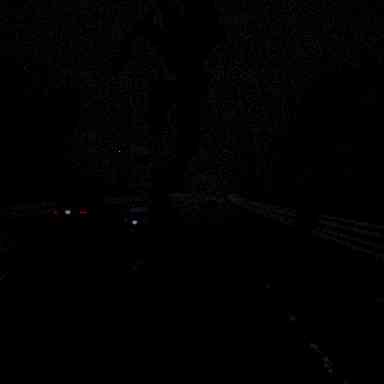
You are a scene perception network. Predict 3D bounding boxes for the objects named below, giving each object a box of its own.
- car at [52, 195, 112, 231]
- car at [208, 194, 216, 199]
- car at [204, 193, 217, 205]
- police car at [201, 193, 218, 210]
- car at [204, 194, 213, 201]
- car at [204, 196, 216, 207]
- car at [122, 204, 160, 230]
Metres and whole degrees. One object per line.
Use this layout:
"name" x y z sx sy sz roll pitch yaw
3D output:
"car" -6.594 1.179 20.550 2.150 2.045 5.566 0 0 2
"car" 5.470 1.312 91.532 1.994 1.385 4.181 0 0 7
"car" 3.247 1.142 57.548 2.150 2.045 5.566 0 0 4
"police car" 2.223 1.356 41.862 1.930 1.638 5.238 0 0 3
"car" 3.740 1.246 75.787 1.812 1.442 4.674 0 0 6
"car" 2.834 1.376 51.798 1.801 1.575 5.366 0 0 4
"car" -3.089 1.484 20.606 1.812 1.442 4.674 0 0 1
